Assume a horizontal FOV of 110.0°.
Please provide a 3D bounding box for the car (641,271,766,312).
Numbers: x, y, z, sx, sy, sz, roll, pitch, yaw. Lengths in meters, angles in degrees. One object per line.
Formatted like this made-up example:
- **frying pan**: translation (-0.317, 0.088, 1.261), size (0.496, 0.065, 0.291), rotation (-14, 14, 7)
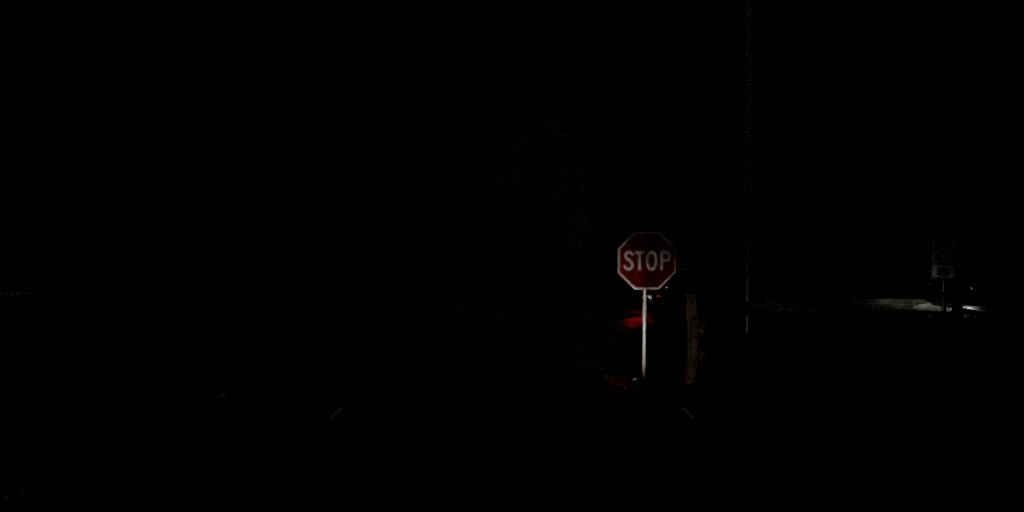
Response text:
- **car**: translation (7.570, 1.327, 14.202), size (4.892, 1.490, 1.837), rotation (1, -2, -14)

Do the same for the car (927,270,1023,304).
- **car**: translation (23.173, 1.451, 17.291), size (5.008, 1.535, 1.882), rotation (1, 1, 0)
